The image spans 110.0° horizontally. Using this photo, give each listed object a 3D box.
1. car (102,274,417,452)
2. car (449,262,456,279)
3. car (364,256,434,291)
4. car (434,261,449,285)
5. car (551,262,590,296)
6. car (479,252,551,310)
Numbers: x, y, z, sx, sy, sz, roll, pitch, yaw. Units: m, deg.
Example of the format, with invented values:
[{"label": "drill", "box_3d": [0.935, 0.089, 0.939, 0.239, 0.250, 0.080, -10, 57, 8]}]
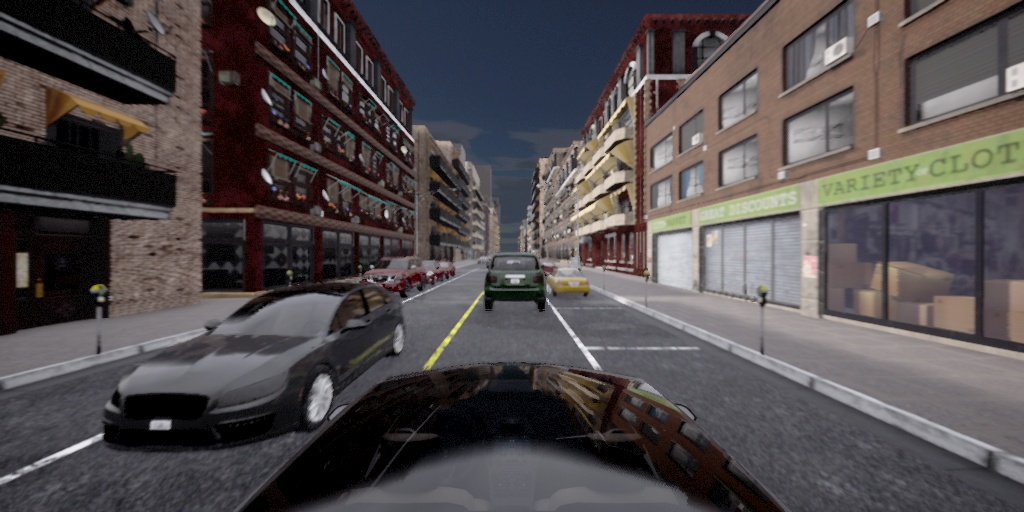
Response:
[{"label": "car", "box_3d": [-3.098, 1.225, 5.590, 1.837, 1.490, 4.892, 0, 0, 0]}, {"label": "car", "box_3d": [-5.665, 1.090, 29.119, 1.888, 1.381, 4.507, 0, 0, 0]}, {"label": "car", "box_3d": [-5.677, 0.943, 17.846, 2.192, 1.841, 5.009, 0, 0, 0]}, {"label": "car", "box_3d": [-5.672, 1.026, 23.481, 1.967, 1.591, 4.097, 0, 0, 0]}, {"label": "car", "box_3d": [2.703, 1.158, 18.003, 1.751, 1.417, 4.829, 0, 0, 0]}, {"label": "car", "box_3d": [0.123, 0.879, 14.220, 2.150, 2.045, 5.566, 0, 0, 0]}]
